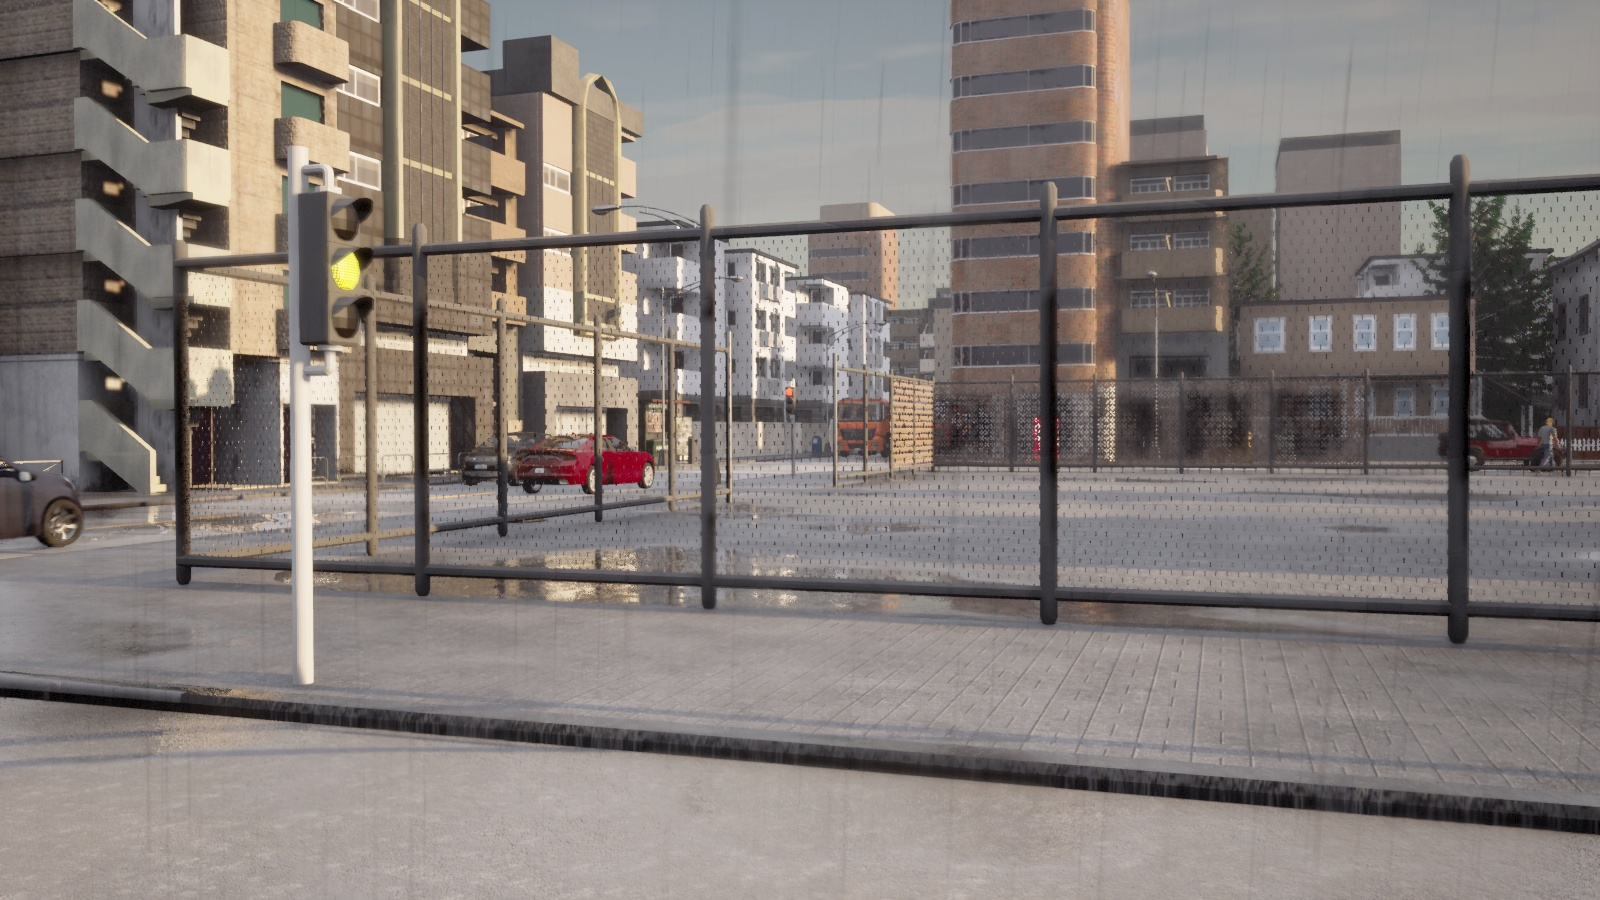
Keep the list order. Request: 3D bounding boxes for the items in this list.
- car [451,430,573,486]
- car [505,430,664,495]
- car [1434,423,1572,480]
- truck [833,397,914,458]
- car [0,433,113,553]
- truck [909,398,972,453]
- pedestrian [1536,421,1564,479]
[{"bbox_3d":[-8.337,0.187,36.624,1.789,1.549,3.705,1,1,19],"label":"car"},{"bbox_3d":[-5.473,0.262,32.603,1.882,1.535,5.008,1,1,19],"label":"car"},{"bbox_3d":[24.203,0.017,43.398,3.866,1.878,1.905,1,1,19],"label":"car"},{"bbox_3d":[4.478,-1.336,74.755,2.891,3.462,7.936,1,1,18],"label":"truck"},{"bbox_3d":[-10.995,0.542,16.091,1.845,1.501,3.633,0,1,14],"label":"car"},{"bbox_3d":[10.383,-1.776,92.243,2.891,3.827,8.468,1,1,18],"label":"truck"},{"bbox_3d":[23.909,-0.015,40.029,0.706,1.836,0.354,0,1,-16],"label":"pedestrian"}]
